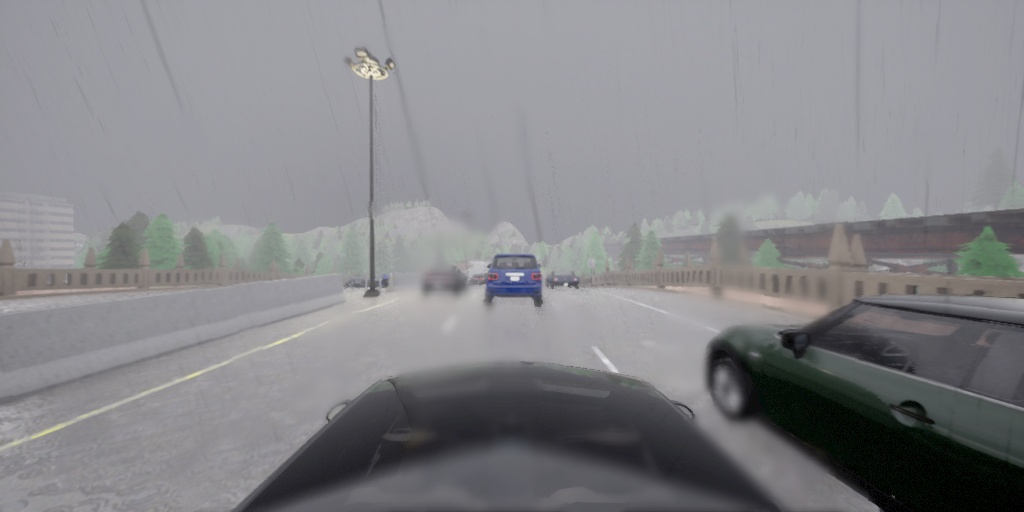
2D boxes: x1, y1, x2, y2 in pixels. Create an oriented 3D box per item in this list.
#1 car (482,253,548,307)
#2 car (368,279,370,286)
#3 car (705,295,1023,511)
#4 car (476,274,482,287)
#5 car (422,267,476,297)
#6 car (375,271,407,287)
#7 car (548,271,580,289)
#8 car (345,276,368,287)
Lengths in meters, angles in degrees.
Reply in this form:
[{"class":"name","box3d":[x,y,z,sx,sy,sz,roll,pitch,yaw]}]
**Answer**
[{"class":"car","box3d":[0.101,0.941,15.397,2.150,2.045,5.566,0,-1,0]},{"class":"car","box3d":[-14.077,2.706,40.741,2.097,1.767,4.553,0,-5,0]},{"class":"car","box3d":[3.601,1.091,2.887,2.097,1.767,4.553,0,0,0]},{"class":"car","box3d":[-3.393,2.775,39.929,1.837,1.490,4.892,0,-5,0]},{"class":"car","box3d":[-3.396,1.306,19.019,2.128,1.511,4.902,0,-2,0]},{"class":"car","box3d":[-10.588,2.098,32.886,1.882,1.535,5.008,0,-5,0]},{"class":"car","box3d":[3.605,1.736,26.173,1.895,1.301,4.718,0,-3,0]},{"class":"car","box3d":[-17.575,2.992,41.474,1.994,1.385,4.181,0,-6,0]}]
